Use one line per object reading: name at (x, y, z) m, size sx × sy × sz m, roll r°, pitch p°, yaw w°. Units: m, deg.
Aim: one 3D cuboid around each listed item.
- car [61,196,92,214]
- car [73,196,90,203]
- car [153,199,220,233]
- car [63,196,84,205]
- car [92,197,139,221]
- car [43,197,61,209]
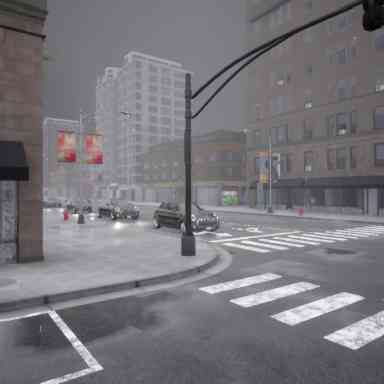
car at (-12.167, 1.454, 35.596) m, size 1.837 × 1.490 × 4.892 m, roll 0°, pitch 0°, yaw -36°
car at (-21.896, 1.451, 66.034) m, size 1.994 × 1.385 × 4.181 m, roll 0°, pitch 0°, yaw -36°
car at (-0.430, 1.332, 19.338) m, size 2.097 × 1.767 × 4.553 m, roll 0°, pitch 0°, yaw -36°
car at (-21.317, 1.450, 59.698) m, size 2.033 × 1.411 × 5.357 m, roll 0°, pitch 0°, yaw -36°
car at (-6.111, 1.317, 27.200) m, size 2.097 × 1.767 × 4.553 m, roll 0°, pitch 0°, yaw -36°
car at (-18.967, 1.433, 45.097) m, size 1.837 × 1.490 × 4.892 m, roll 0°, pitch 1°, yaw -35°
